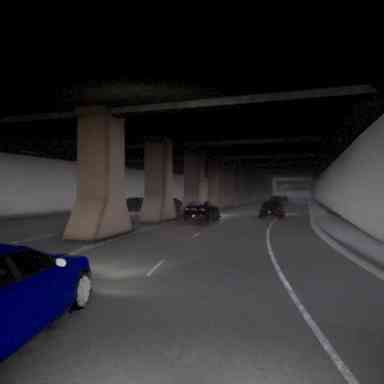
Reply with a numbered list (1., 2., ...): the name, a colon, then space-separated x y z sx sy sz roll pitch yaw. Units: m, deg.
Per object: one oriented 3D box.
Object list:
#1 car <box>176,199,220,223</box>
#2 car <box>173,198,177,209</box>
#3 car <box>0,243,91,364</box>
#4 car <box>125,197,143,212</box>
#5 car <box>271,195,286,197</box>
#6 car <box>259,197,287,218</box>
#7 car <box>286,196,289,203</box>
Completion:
1. car: 0.817 1.396 24.709 2.128 1.511 4.902 0 0 17
2. car: -2.742 1.352 36.951 1.837 1.490 4.892 0 0 19
3. car: -3.064 1.450 4.713 1.882 1.535 5.008 0 0 4
4. car: -6.546 1.314 36.647 1.882 1.535 5.008 0 0 19
5. car: 12.161 1.349 48.109 1.837 1.490 4.892 0 0 20
6. car: 6.891 1.433 28.615 1.812 1.442 4.674 0 0 19
7. car: 16.770 1.297 61.589 2.128 1.511 4.902 0 0 19
